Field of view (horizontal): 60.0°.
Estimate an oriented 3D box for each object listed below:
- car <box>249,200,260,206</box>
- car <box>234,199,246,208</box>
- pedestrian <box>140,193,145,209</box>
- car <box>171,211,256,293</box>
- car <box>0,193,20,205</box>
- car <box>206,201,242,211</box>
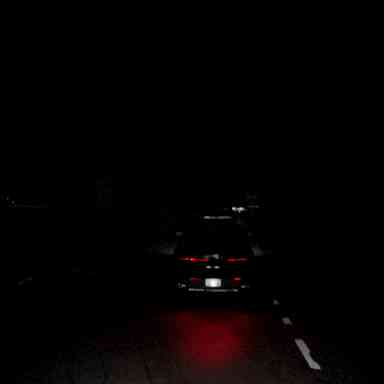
[{"bbox_3d":[12.800,2.079,67.918,2.033,1.411,5.357,0,-1,19],"label":"car"},{"bbox_3d":[7.451,1.881,53.583,1.994,1.385,4.181,-1,-1,21],"label":"car"},{"bbox_3d":[-5.761,1.072,38.627,0.375,1.860,0.375,0,-4,11],"label":"pedestrian"},{"bbox_3d":[0.572,1.499,8.873,1.837,1.490,4.892,0,0,4],"label":"car"},{"bbox_3d":[-20.658,0.665,34.957,4.718,1.301,1.895,2,-1,11],"label":"car"},{"bbox_3d":[1.598,1.481,18.944,2.128,1.511,4.902,0,0,7],"label":"car"}]
